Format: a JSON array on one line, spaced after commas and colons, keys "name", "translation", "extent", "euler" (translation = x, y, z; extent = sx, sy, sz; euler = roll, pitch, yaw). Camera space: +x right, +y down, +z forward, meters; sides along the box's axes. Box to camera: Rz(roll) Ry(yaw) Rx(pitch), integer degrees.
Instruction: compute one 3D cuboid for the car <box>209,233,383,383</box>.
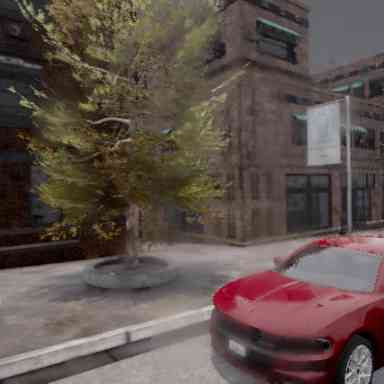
[{"name": "car", "translation": [2.535, 1.475, 5.187], "extent": [5.008, 1.535, 1.882], "euler": [0, 0, -36]}]
